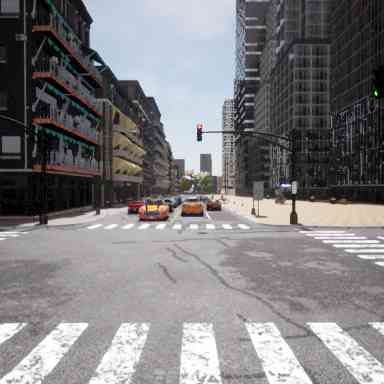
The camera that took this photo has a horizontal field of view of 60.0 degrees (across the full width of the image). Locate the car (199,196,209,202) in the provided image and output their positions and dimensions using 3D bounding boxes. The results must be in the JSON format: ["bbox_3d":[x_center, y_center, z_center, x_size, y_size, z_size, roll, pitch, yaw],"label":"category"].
[{"bbox_3d":[2.669,1.548,74.982,1.887,1.381,4.507,-1,0,0],"label":"car"}]

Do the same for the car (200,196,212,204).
[{"bbox_3d":[2.666,1.551,63.684,2.008,1.369,4.403,-1,0,0],"label":"car"}]

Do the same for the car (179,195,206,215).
[{"bbox_3d":[0.055,1.347,34.142,2.097,1.767,4.553,0,0,1],"label":"car"}]

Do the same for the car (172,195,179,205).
[{"bbox_3d":[-3.077,1.544,47.965,2.033,1.411,5.357,0,0,0],"label":"car"}]

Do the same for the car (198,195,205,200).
[{"bbox_3d":[2.674,1.535,92.099,1.752,1.417,4.829,-1,0,0],"label":"car"}]

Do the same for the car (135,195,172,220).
[{"bbox_3d":[-3.091,1.348,27.640,2.097,1.767,4.553,0,0,0],"label":"car"}]

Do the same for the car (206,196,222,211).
[{"bbox_3d":[2.658,1.540,41.088,1.887,1.381,4.507,-1,0,0],"label":"car"}]

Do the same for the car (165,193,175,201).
[{"bbox_3d":[-5.678,1.322,86.225,2.192,1.841,5.009,-1,0,0],"label":"car"}]

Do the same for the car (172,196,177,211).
[{"bbox_3d":[-3.085,1.501,37.637,1.837,1.490,4.892,0,0,0],"label":"car"}]

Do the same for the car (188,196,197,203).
[{"bbox_3d":[0.129,1.602,69.719,1.895,1.301,4.718,0,0,0],"label":"car"}]

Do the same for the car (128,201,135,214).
[{"bbox_3d":[-5.690,1.540,35.384,1.887,1.381,4.507,-1,0,0],"label":"car"}]

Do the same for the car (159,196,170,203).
[{"bbox_3d":[-5.680,1.584,69.278,1.802,1.307,4.206,-1,0,0],"label":"car"}]

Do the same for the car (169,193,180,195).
[{"bbox_3d":[-3.032,1.220,58.283,2.150,2.045,5.566,0,0,1],"label":"car"}]

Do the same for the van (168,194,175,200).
[{"bbox_3d":[-5.676,1.350,91.873,1.690,1.788,3.998,-1,0,0],"label":"van"}]
